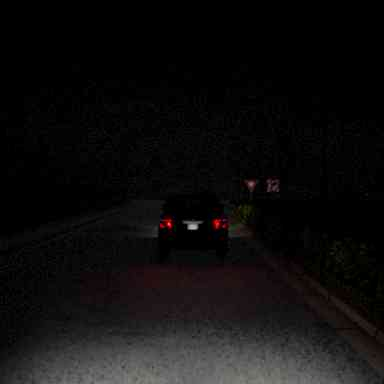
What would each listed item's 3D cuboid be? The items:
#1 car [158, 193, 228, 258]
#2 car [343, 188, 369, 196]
[{"bbox_3d":[0.052,1.038,12.081,2.150,2.045,5.566,0,1,1],"label":"car"},{"bbox_3d":[24.090,0.451,50.898,5.566,2.045,2.150,0,1,1],"label":"car"}]
